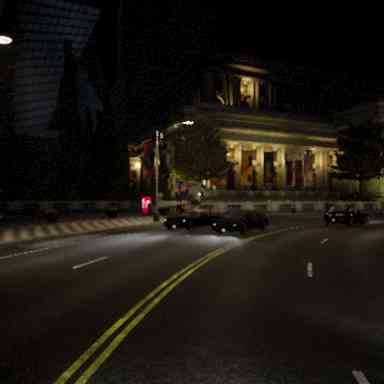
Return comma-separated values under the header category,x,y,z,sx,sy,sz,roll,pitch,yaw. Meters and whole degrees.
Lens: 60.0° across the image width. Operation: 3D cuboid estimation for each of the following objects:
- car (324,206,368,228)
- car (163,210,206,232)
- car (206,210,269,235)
category,x,y,z,sx,sy,sz,roll,pitch,yaw
car,11.899,1.855,25.611,4.902,1.511,2.128,1,-1,-44
car,0.059,1.885,22.755,1.895,1.301,4.718,0,-1,33
car,3.278,1.839,21.326,2.033,1.411,5.357,0,-1,34
